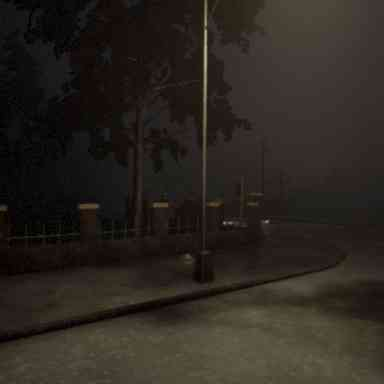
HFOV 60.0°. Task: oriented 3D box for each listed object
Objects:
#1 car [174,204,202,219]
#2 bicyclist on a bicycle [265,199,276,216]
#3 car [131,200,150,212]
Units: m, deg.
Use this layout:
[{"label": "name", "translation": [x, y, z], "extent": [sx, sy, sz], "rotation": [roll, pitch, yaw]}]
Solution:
[{"label": "car", "translation": [0.249, 1.680, 28.026], "extent": [1.994, 1.385, 4.181], "rotation": [0, 0, -35]}, {"label": "bicyclist on a bicycle", "translation": [7.594, 1.525, 32.182], "extent": [1.656, 1.620, 0.582], "rotation": [0, 0, -35]}, {"label": "car", "translation": [-5.676, 1.608, 36.393], "extent": [2.128, 1.511, 4.902], "rotation": [0, 0, -35]}]
